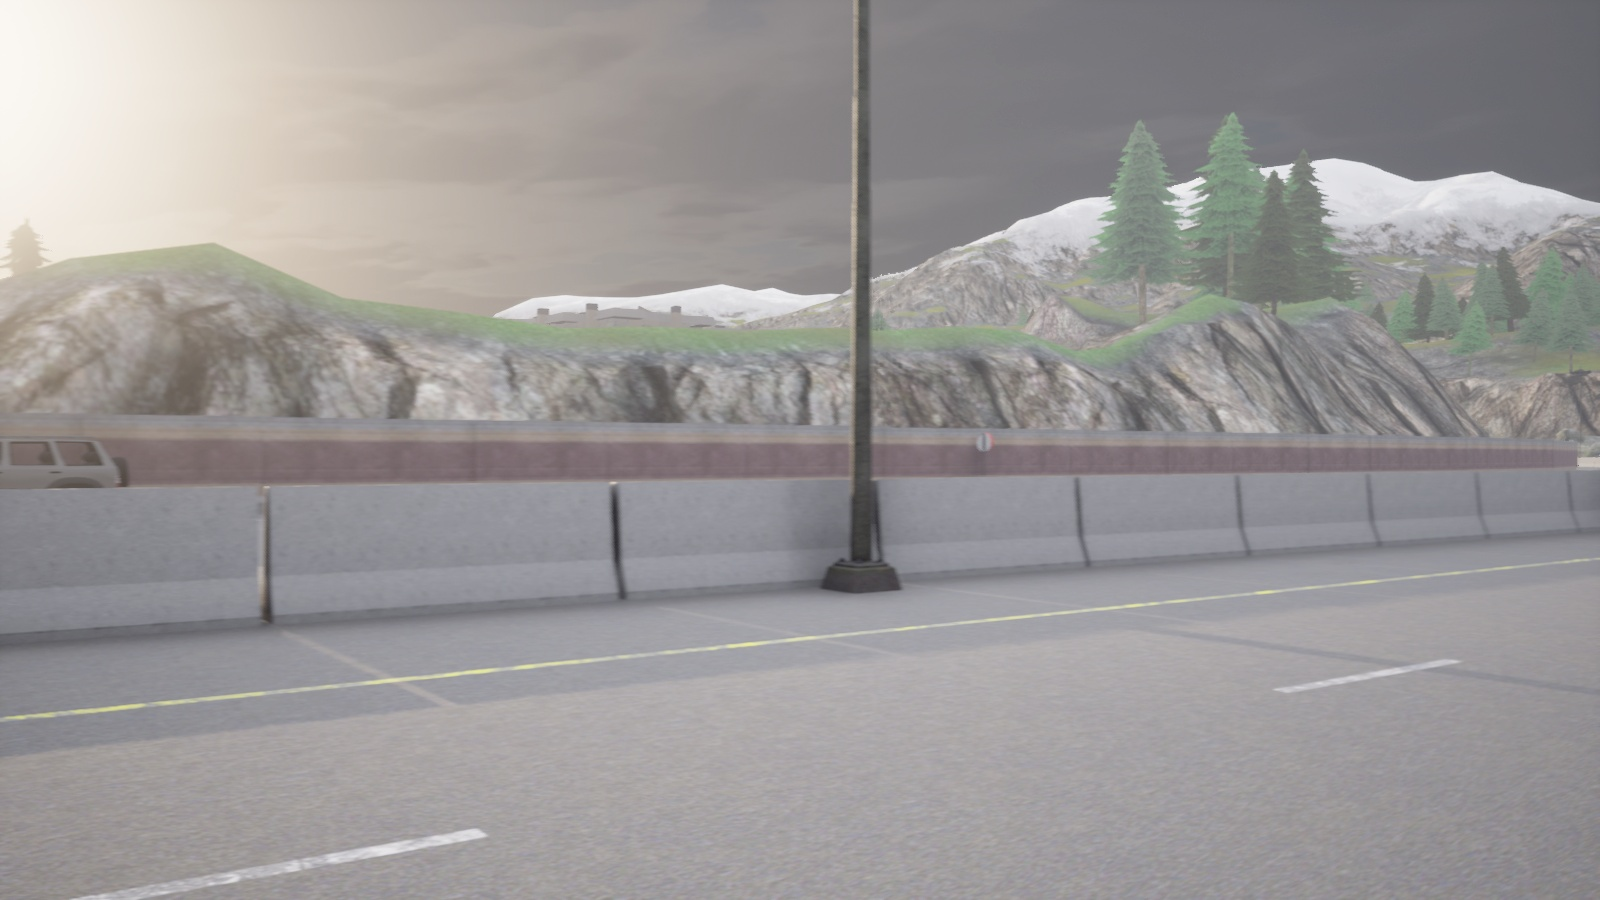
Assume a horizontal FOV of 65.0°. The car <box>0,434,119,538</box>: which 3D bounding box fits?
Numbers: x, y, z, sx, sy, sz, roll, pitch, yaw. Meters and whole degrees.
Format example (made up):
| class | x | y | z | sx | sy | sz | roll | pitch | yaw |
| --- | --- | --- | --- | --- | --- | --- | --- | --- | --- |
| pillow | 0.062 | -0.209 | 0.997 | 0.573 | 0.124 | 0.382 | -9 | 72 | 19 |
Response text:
| class | x | y | z | sx | sy | sz | roll | pitch | yaw |
| --- | --- | --- | --- | --- | --- | --- | --- | --- | --- |
| car | -15.172 | 0.650 | 22.952 | 4.605 | 1.855 | 1.932 | 0 | 0 | -35 |
